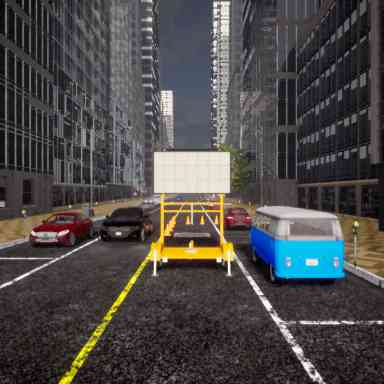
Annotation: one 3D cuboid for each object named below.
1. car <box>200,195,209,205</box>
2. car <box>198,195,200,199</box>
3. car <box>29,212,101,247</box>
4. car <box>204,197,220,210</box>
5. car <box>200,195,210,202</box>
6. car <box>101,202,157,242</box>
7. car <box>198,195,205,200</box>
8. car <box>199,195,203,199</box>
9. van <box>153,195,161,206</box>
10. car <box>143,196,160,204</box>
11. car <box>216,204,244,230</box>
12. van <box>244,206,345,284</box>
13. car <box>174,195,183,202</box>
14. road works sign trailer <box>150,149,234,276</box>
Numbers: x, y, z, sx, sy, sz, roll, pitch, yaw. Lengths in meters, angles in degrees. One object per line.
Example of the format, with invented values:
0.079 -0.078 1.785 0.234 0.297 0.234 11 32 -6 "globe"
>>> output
2.694 1.544 49.150 2.008 1.369 4.403 0 0 0 "car"
2.696 1.410 66.228 1.967 1.590 4.097 0 0 0 "car"
-5.690 1.581 14.999 1.802 1.307 4.206 0 0 0 "car"
2.693 1.581 37.766 1.802 1.307 4.206 0 0 0 "car"
2.696 1.401 71.920 1.967 1.590 4.097 0 0 0 "car"
-3.099 1.477 16.531 1.882 1.535 5.008 0 0 0 "car"
2.698 1.462 94.690 1.887 1.381 4.507 0 0 0 "car"
2.695 1.538 54.843 2.008 1.369 4.403 0 0 0 "car"
-5.686 1.328 54.847 1.690 1.788 3.998 0 0 0 "van"
-5.687 1.548 43.462 2.008 1.369 4.403 0 0 0 "car"
2.692 1.581 20.688 1.802 1.307 4.206 0 0 0 "car"
2.691 1.341 9.304 1.690 1.788 3.998 0 0 0 "van"
-2.995 1.432 75.951 1.882 1.535 5.008 0 0 0 "car"
0.001 0.464 10.323 2.380 3.560 2.880 0 0 0 "road works sign trailer"
